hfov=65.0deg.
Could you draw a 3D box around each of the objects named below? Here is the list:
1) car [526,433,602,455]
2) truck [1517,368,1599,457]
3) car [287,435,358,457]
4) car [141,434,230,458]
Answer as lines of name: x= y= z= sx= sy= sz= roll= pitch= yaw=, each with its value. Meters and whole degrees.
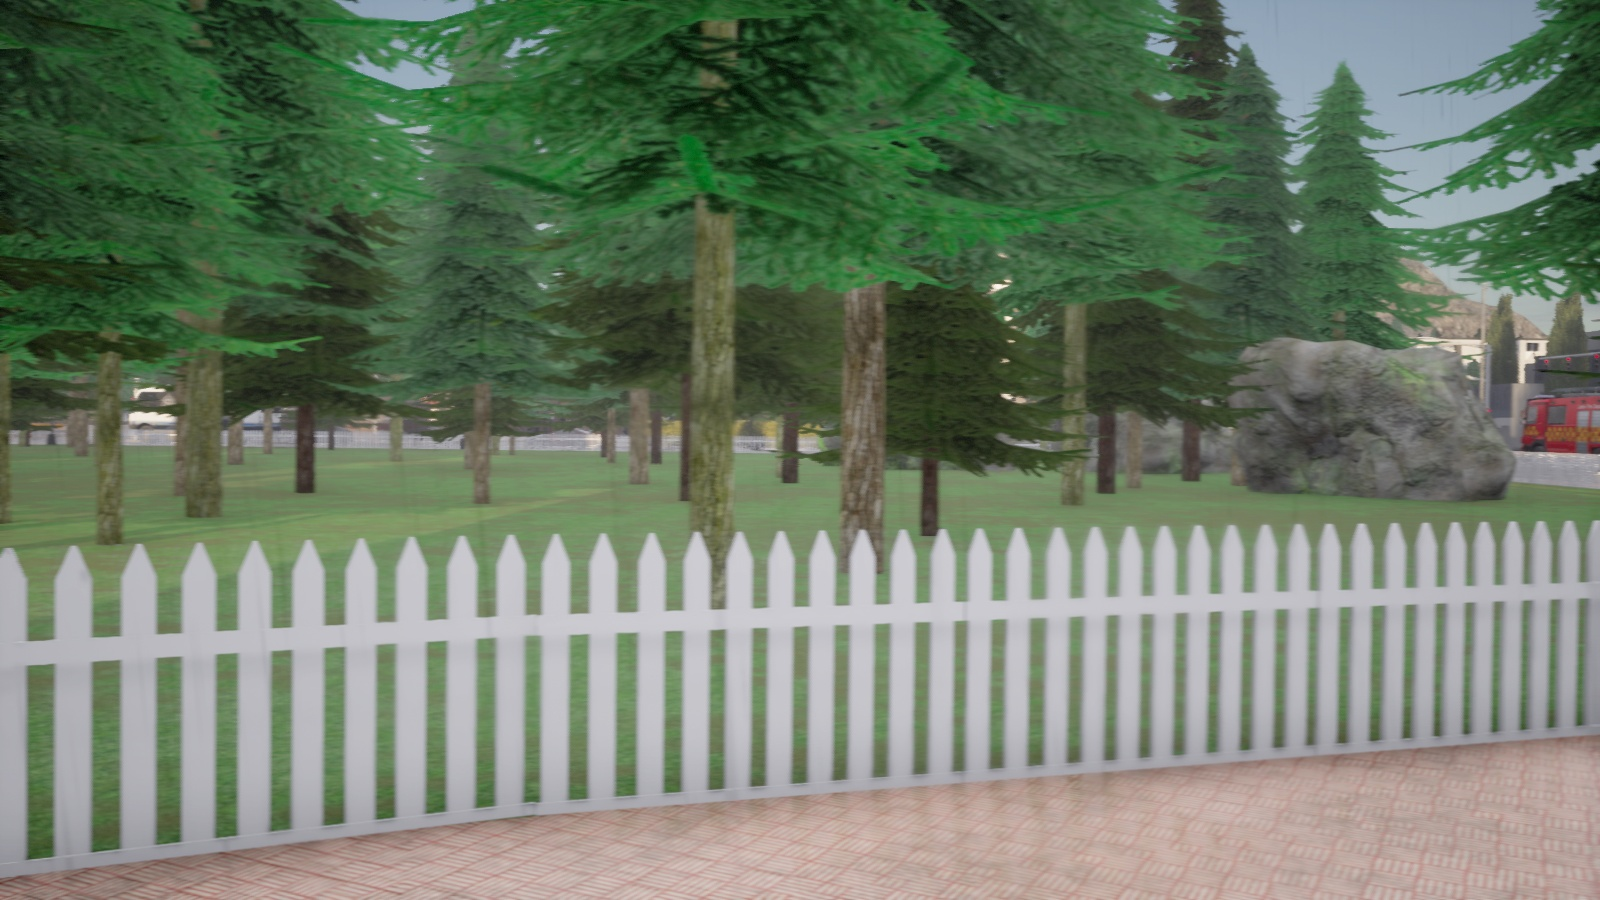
car: x=-15.895 y=-0.418 z=84.712 sx=4.674 sy=1.442 sz=1.812 roll=-1 pitch=1 yaw=5
truck: x=35.795 y=-1.657 z=56.333 sx=2.891 sy=3.827 sz=8.468 roll=-1 pitch=1 yaw=4
car: x=-32.804 y=-0.282 z=86.320 sx=4.193 sy=1.474 sz=1.816 roll=-1 pitch=1 yaw=5
car: x=-42.662 y=-0.270 z=87.257 sx=5.366 sy=1.575 sz=1.801 roll=-1 pitch=1 yaw=5
